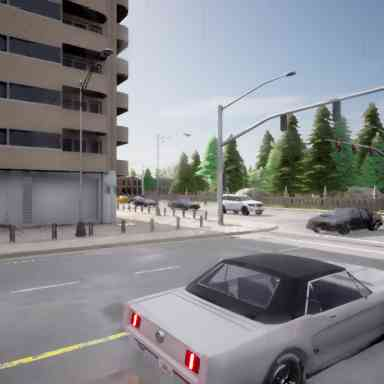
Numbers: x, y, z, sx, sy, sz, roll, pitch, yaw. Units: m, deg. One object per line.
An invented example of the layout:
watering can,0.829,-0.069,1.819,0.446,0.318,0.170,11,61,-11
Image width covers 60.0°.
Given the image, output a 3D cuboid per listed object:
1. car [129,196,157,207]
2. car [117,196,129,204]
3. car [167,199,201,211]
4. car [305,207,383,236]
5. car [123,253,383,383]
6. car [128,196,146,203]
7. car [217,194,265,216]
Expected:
car,-7.268,1.603,51.256,2.033,1.411,5.357,0,0,-36
car,-14.208,1.533,67.189,1.882,1.535,5.008,0,0,-36
car,-1.136,1.603,42.699,2.033,1.411,5.357,0,0,-36
car,8.737,1.551,18.790,5.357,1.411,2.033,0,0,-35
car,1.537,1.601,4.875,4.718,1.301,1.895,0,0,-35
car,-11.592,1.581,69.539,1.812,1.442,4.674,0,0,-36
car,4.931,1.278,34.273,2.150,2.045,5.566,0,0,-36
